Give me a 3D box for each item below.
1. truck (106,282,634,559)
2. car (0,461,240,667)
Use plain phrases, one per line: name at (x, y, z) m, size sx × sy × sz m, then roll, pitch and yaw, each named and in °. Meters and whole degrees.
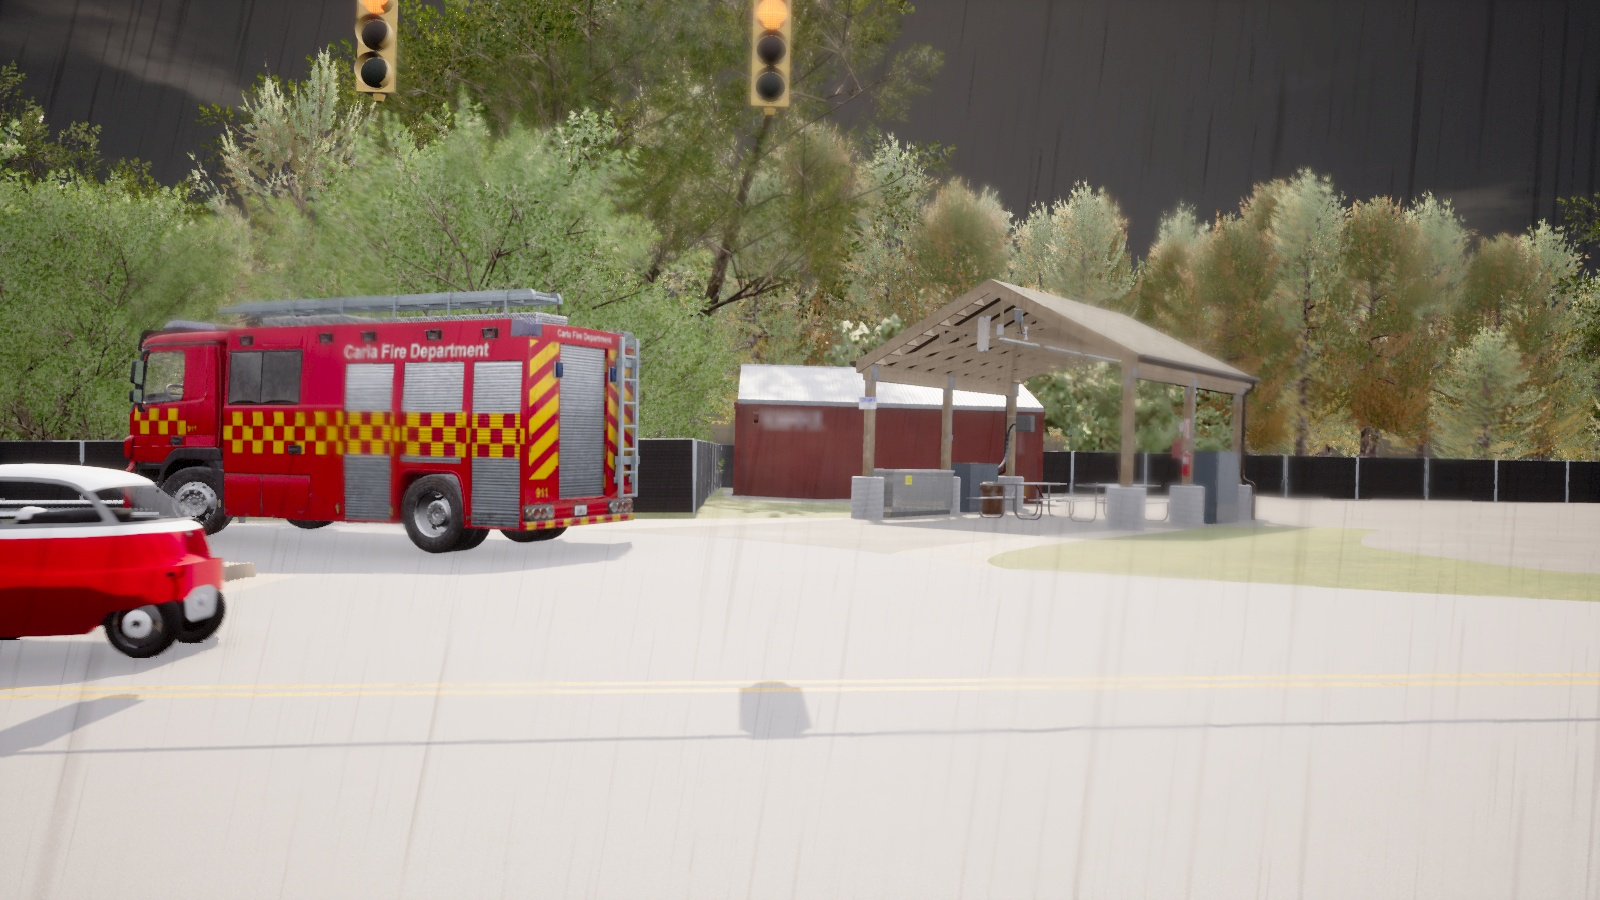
truck at (-7.109, -0.474, 20.463) m, size 8.468 × 3.827 × 2.891 m, roll 1°, pitch 1°, yaw 25°
car at (-5.529, 0.771, 9.182) m, size 2.207 × 1.376 × 1.481 m, roll 0°, pitch 0°, yaw -1°
